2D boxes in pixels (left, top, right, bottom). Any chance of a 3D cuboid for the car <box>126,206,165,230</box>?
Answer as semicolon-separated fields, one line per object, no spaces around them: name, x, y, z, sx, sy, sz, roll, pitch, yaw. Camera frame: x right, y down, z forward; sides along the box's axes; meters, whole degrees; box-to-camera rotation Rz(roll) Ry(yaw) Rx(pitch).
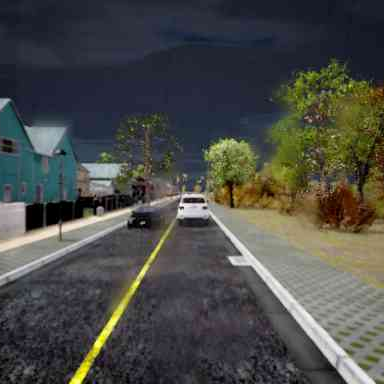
car;-2.831;1.583;21.075;1.994;1.385;4.181;0;0;0

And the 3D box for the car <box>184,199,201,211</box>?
car;0.094;1.589;42.221;2.033;1.411;5.357;0;0;0

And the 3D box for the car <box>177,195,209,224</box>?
car;0.099;1.243;24.827;2.150;2.045;5.566;0;0;0
